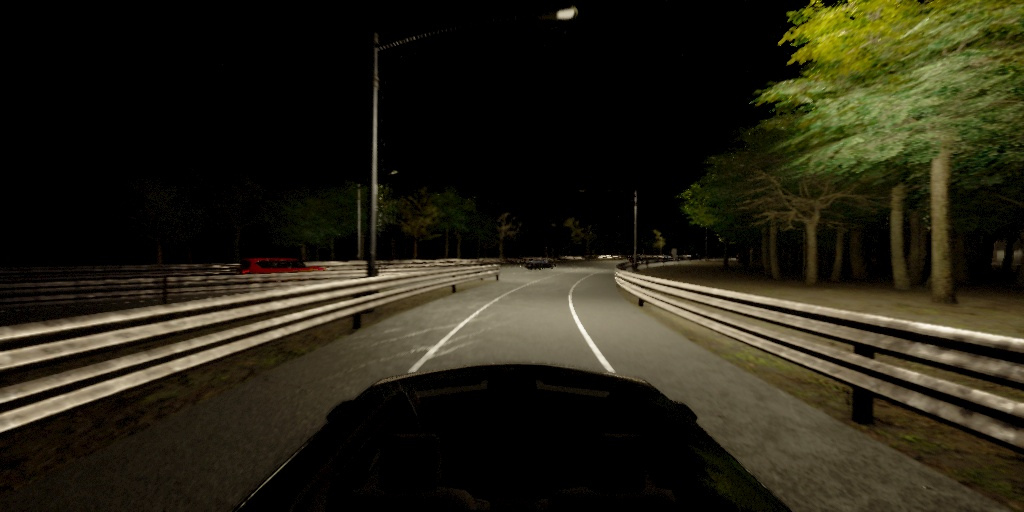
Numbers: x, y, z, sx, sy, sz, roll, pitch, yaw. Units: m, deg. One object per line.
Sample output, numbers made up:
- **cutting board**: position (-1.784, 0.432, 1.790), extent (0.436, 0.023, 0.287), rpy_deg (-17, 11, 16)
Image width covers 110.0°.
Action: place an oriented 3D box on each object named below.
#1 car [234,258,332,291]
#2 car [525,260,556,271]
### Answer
- **car**: position (-15.352, 1.159, 24.354), extent (2.150, 2.045, 5.566), rpy_deg (1, 1, 38)
- **car**: position (3.875, 1.197, 48.812), extent (2.033, 1.411, 5.357), rpy_deg (1, 1, 38)
